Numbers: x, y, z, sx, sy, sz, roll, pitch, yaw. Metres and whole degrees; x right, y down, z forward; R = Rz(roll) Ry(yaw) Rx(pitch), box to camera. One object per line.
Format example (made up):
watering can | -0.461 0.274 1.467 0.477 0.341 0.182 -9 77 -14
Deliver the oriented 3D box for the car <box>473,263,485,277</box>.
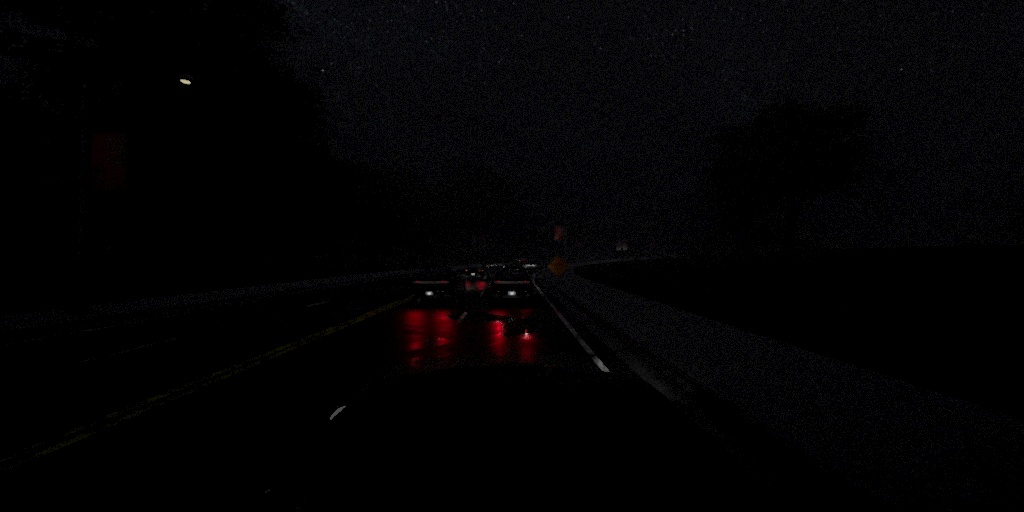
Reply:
car | -3.025 1.299 31.410 1.812 1.442 4.674 0 0 3

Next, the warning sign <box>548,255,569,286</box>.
warning sign | 2.850 0.879 21.887 1.300 1.860 1.060 0 0 0

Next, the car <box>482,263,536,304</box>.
car | 0.000 1.255 16.504 2.128 1.511 4.902 0 0 0

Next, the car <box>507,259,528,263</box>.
car | 0.220 1.278 31.225 1.837 1.490 4.892 0 0 3

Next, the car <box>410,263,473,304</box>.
car | -3.250 1.255 16.505 2.128 1.511 4.902 0 0 0
